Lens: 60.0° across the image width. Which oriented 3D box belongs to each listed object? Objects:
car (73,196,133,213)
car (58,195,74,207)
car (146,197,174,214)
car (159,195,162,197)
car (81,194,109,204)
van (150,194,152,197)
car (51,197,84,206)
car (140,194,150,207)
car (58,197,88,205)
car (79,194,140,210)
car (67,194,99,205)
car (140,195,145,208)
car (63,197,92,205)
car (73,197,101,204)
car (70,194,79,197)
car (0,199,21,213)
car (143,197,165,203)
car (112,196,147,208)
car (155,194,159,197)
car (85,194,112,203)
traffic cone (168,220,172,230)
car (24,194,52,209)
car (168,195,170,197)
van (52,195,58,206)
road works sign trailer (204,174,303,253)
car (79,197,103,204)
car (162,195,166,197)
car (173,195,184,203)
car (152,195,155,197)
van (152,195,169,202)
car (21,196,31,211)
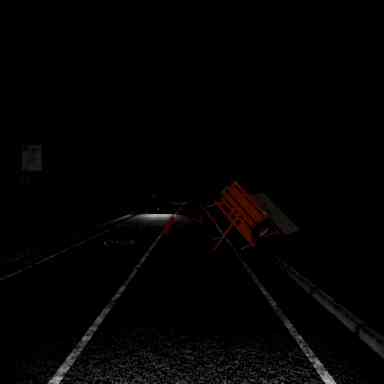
[{"bbox_3d":[-8.818,1.450,33.286,4.892,1.521,2.231,0,0,0],"label":"car"},{"bbox_3d":[-21.889,1.623,52.816,4.674,1.452,2.002,0,-1,0],"label":"car"},{"bbox_3d":[-3.325,1.540,34.798,1.994,1.385,4.181,0,0,0],"label":"car"},{"bbox_3d":[-8.845,1.408,61.317,5.566,2.045,2.435,0,-1,0],"label":"car"},{"bbox_3d":[-21.876,1.552,75.097,5.566,2.045,2.435,0,-1,0],"label":"car"},{"bbox_3d":[-8.696,1.332,50.103,4.442,1.987,1.878,0,-1,0],"label":"van"},{"bbox_3d":[-21.889,1.633,58.387,5.008,1.535,2.097,0,-1,0],"label":"car"},{"bbox_3d":[-8.841,1.259,44.499,5.566,2.045,2.435,0,0,0],"label":"car"},{"bbox_3d":[-21.867,1.688,61.172,4.792,1.488,2.163,0,-1,0],"label":"car"},{"bbox_3d":[-8.849,1.207,36.089,5.566,2.045,2.435,0,0,0],"label":"car"},{"bbox_3d":[-21.872,1.460,66.742,5.566,2.045,2.435,0,-1,0],"label":"car"},{"bbox_3d":[-8.821,1.490,41.691,4.892,1.521,2.231,0,0,0],"label":"car"},{"bbox_3d":[-21.927,1.714,63.957,4.792,1.488,2.163,0,-1,0],"label":"car"},{"bbox_3d":[-21.896,1.741,69.526,5.008,1.535,2.097,0,-1,0],"label":"car"},{"bbox_3d":[-21.707,1.605,55.601,5.366,1.575,1.946,0,-1,0],"label":"car"},{"bbox_3d":[-21.905,1.458,36.109,5.008,1.535,2.097,0,0,0],"label":"car"},{"bbox_3d":[-8.857,1.869,78.130,4.792,1.488,2.163,0,-1,0],"label":"car"},{"bbox_3d":[-8.780,1.407,47.298,4.553,1.767,2.185,0,-1,0],"label":"car"},{"bbox_3d":[-8.809,1.634,58.511,5.008,1.535,2.097,0,-1,0],"label":"car"},{"bbox_3d":[-21.879,1.585,77.759,5.566,2.045,2.435,0,-1,0],"label":"car"},{"bbox_3d":[-1.367,1.939,17.820,0.340,0.580,0.340,0,0,0],"label":"traffic cone"},{"bbox_3d":[-21.862,1.385,44.465,4.553,1.767,2.185,0,0,0],"label":"car"},{"bbox_3d":[-8.804,1.972,86.539,4.792,1.488,2.163,0,-1,0],"label":"car"},{"bbox_3d":[-22.008,1.306,47.246,4.442,1.987,1.878,0,0,0],"label":"van"},{"bbox_3d":[2.376,1.056,12.674,3.560,2.880,2.380,-5,45,-44],"label":"road works sign trailer"},{"bbox_3d":[-21.901,1.809,72.187,4.674,1.452,2.002,0,-1,0],"label":"car"},{"bbox_3d":[-8.819,1.772,72.527,5.008,1.535,2.097,0,-1,0],"label":"car"},{"bbox_3d":[-3.191,1.951,84.463,1.837,1.490,4.892,0,-1,0],"label":"car"},{"bbox_3d":[-8.806,1.584,52.905,4.892,1.521,2.231,0,-1,0],"label":"car"},{"bbox_3d":[-8.720,1.786,92.148,4.442,1.987,1.878,0,-1,0],"label":"van"},{"bbox_3d":[-21.899,1.513,38.895,4.674,1.452,2.002,0,0,0],"label":"car"}]
